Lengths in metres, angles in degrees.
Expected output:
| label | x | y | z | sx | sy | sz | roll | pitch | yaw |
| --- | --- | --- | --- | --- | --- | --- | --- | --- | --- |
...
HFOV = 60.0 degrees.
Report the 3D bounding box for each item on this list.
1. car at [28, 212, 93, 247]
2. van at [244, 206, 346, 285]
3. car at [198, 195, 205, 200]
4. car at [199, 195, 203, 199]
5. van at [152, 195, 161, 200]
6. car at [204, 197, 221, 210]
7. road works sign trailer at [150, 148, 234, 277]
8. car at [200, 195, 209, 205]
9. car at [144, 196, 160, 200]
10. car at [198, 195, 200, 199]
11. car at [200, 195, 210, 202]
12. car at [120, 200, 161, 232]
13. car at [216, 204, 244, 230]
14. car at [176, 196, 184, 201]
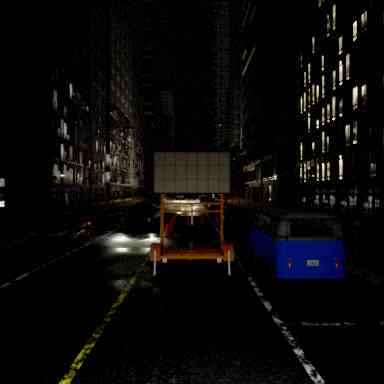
| label | x | y | z | sx | sy | sz | roll | pitch | yaw |
| --- | --- | --- | --- | --- | --- | --- | --- | --- | --- |
| car | -5.690 | 1.581 | 14.941 | 1.802 | 1.307 | 4.206 | 0 | 0 | 0 |
| van | 2.691 | 1.341 | 9.246 | 1.690 | 1.788 | 3.998 | 0 | 0 | 0 |
| car | 2.694 | 1.462 | 94.633 | 1.887 | 1.381 | 4.507 | 0 | 0 | 0 |
| car | 2.692 | 1.538 | 54.785 | 2.008 | 1.369 | 4.403 | 0 | 0 | 0 |
| van | -5.688 | 1.328 | 54.789 | 1.690 | 1.788 | 3.998 | 0 | 0 | 0 |
| car | 2.692 | 1.581 | 37.708 | 1.802 | 1.307 | 4.206 | 0 | 0 | 0 |
| road works sign trailer | 0.001 | 0.464 | 10.265 | 2.380 | 3.560 | 2.880 | 0 | 0 | 0 |
| car | 2.692 | 1.544 | 49.093 | 2.008 | 1.369 | 4.403 | 0 | 0 | 0 |
| car | -5.689 | 1.548 | 43.404 | 2.008 | 1.369 | 4.403 | 0 | 0 | 0 |
| car | 2.693 | 1.410 | 66.170 | 1.967 | 1.590 | 4.097 | 0 | 0 | 0 |
| car | 2.693 | 1.401 | 71.862 | 1.967 | 1.590 | 4.097 | 0 | 0 | 0 |
| car | -3.098 | 1.477 | 20.493 | 1.882 | 1.535 | 5.008 | 0 | 0 | 0 |
| car | 2.691 | 1.581 | 20.630 | 1.802 | 1.307 | 4.206 | 0 | 0 | 0 |
| car | -2.998 | 1.542 | 83.303 | 1.895 | 1.301 | 4.718 | 0 | 0 | 0 |
